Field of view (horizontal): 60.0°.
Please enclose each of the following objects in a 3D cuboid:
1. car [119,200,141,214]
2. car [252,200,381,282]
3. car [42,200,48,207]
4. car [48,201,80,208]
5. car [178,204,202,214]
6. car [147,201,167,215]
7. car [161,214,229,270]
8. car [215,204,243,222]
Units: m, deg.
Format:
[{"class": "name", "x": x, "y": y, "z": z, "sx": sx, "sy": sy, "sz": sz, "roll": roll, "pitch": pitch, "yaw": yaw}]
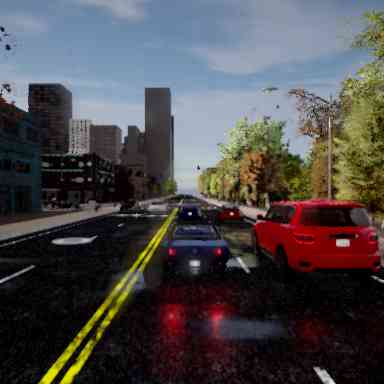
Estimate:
[{"class": "car", "x": -7.015, "y": 1.679, "z": 38.013, "sx": 1.837, "sy": 1.490, "sz": 4.892, "roll": 0, "pitch": -1, "yaw": -1}, {"class": "car", "x": 3.320, "y": 1.261, "z": 10.044, "sx": 2.150, "sy": 2.045, "sz": 5.566, "roll": 0, "pitch": -1, "yaw": 0}, {"class": "car", "x": -29.132, "y": 2.104, "z": 62.980, "sx": 4.403, "sy": 1.369, "sz": 2.008, "roll": -1, "pitch": 1, "yaw": -1}, {"class": "car", "x": -20.665, "y": 2.068, "z": 54.602, "sx": 4.313, "sy": 1.339, "sz": 1.947, "roll": -1, "pitch": 1, "yaw": -1}, {"class": "car", "x": -0.184, "y": 1.689, "z": 27.983, "sx": 1.994, "sy": 1.385, "sz": 4.181, "roll": 0, "pitch": 0, "yaw": -1}, {"class": "car", "x": -3.753, "y": 1.692, "z": 36.894, "sx": 1.812, "sy": 1.442, "sz": 4.674, "roll": 0, "pitch": 0, "yaw": -1}, {"class": "car", "x": 0.057, "y": 1.651, "z": 11.214, "sx": 1.895, "sy": 1.301, "sz": 4.718, "roll": 0, "pitch": 0, "yaw": -1}, {"class": "car", "x": 3.067, "y": 1.688, "z": 27.940, "sx": 1.994, "sy": 1.385, "sz": 4.181, "roll": 0, "pitch": 0, "yaw": -1}]
